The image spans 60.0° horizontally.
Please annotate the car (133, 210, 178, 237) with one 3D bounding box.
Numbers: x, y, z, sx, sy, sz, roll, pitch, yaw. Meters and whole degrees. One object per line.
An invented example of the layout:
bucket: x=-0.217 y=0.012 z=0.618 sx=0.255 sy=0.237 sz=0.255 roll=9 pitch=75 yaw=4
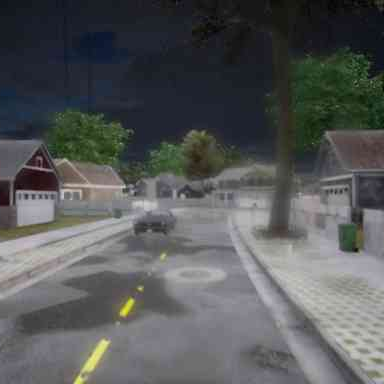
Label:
car: x=-2.016 y=1.738 z=19.306 sx=1.895 sy=1.301 sz=4.718 roll=0 pitch=0 yaw=5
